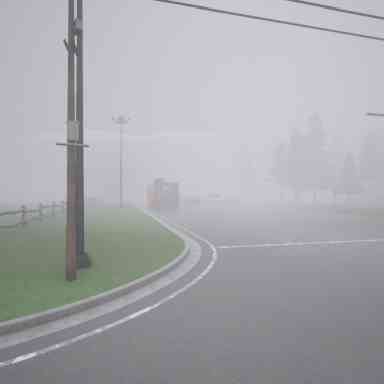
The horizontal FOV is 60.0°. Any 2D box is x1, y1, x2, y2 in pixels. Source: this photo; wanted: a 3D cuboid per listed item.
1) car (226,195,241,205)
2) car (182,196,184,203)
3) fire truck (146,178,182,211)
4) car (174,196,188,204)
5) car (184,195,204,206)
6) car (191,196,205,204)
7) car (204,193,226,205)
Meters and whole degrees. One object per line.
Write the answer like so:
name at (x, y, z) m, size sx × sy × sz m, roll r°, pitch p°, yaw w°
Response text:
car at (6.901, 1.352, 58.145) m, size 2.097 × 1.767 × 4.553 m, roll 0°, pitch 0°, yaw -13°
car at (-3.309, 1.492, 55.693) m, size 2.128 × 1.511 × 4.902 m, roll 0°, pitch 0°, yaw -13°
fire truck at (-3.829, 0.342, 42.442) m, size 2.891 × 3.827 × 8.468 m, roll 0°, pitch 0°, yaw -13°
car at (-2.240, 1.505, 66.605) m, size 1.837 × 1.490 × 4.892 m, roll 0°, pitch 0°, yaw -13°
car at (0.063, 1.352, 56.647) m, size 2.097 × 1.767 × 4.553 m, roll 0°, pitch 0°, yaw -13°
car at (1.171, 1.564, 67.393) m, size 1.994 × 1.385 × 4.181 m, roll 0°, pitch 0°, yaw -13°
car at (3.545, 1.221, 57.122) m, size 2.150 × 2.045 × 5.566 m, roll 0°, pitch 0°, yaw -13°
